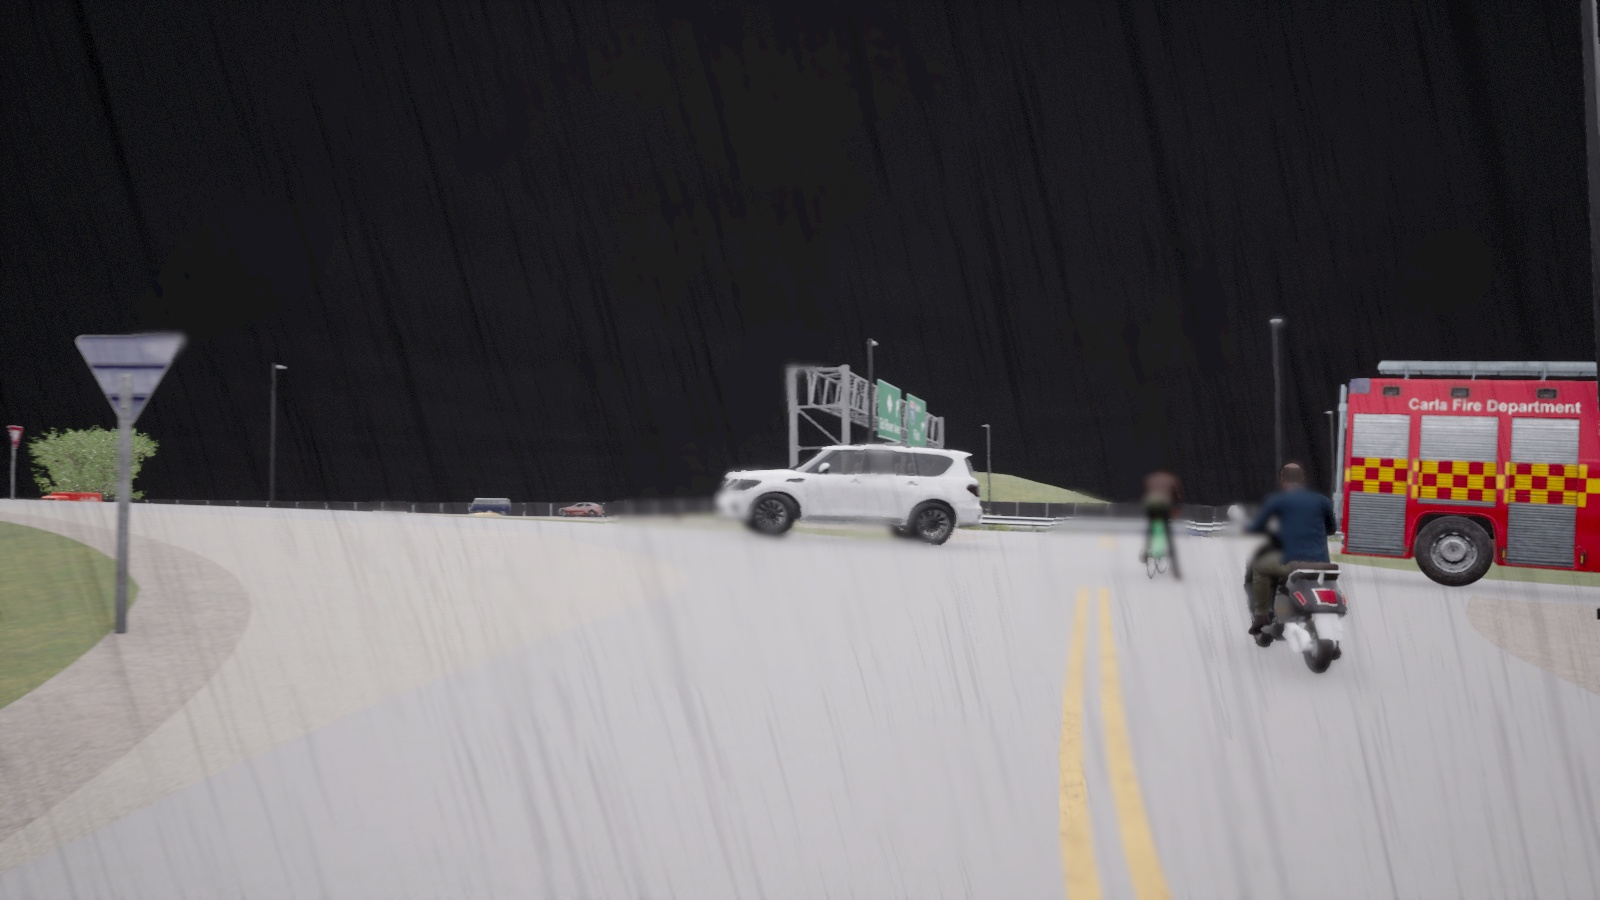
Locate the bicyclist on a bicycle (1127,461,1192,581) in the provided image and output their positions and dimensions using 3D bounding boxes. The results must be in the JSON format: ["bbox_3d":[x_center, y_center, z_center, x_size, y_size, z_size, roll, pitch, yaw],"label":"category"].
[{"bbox_3d":[5.165,0.991,17.995,0.582,1.620,1.656,1,-1,26],"label":"bicyclist on a bicycle"}]

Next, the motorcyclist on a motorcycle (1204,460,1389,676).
[{"bbox_3d":[3.977,0.884,10.223,0.866,1.590,1.817,0,0,3],"label":"motorcyclist on a motorcycle"}]

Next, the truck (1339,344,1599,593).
[{"bbox_3d":[13.525,0.376,20.336,8.468,3.827,2.891,2,-2,28],"label":"truck"}]

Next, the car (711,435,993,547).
[{"bbox_3d":[1.033,0.881,26.606,5.566,2.045,2.150,3,-2,-9],"label":"car"}]
